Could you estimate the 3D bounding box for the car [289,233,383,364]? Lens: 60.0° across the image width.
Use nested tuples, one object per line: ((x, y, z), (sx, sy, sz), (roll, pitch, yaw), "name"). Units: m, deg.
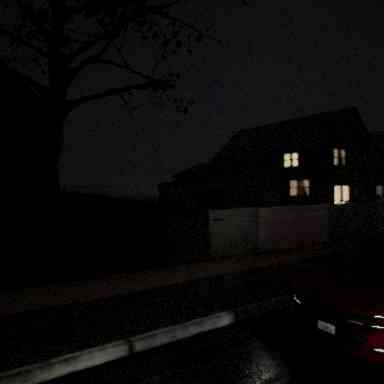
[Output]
((3.778, 1.471, 5.742), (5.008, 1.535, 1.882), (0, 0, -35), "car")
